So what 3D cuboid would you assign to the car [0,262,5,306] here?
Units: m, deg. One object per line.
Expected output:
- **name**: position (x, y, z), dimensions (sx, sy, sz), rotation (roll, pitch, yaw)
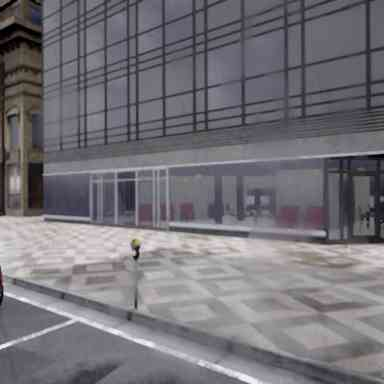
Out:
- **car**: position (-5.750, 1.390, 6.627), dimensions (4.553, 1.767, 2.097), rotation (0, 0, 36)
